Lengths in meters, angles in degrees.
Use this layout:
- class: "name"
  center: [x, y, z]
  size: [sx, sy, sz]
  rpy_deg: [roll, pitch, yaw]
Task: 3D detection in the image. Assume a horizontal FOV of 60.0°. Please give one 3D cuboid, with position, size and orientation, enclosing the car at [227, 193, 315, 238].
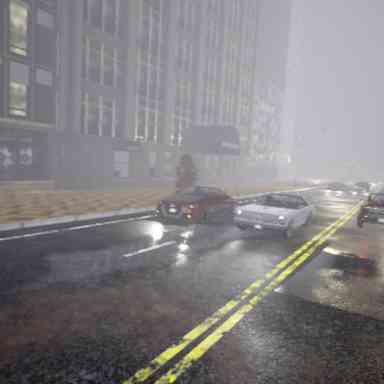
- class: "car"
  center: [3.339, 0.759, 12.840]
  size: [1.895, 1.301, 4.718]
  rpy_deg: [6, 5, 31]

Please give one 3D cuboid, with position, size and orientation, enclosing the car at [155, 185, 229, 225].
- class: "car"
  center: [0.318, 0.427, 14.086]
  size: [1.994, 1.385, 4.181]
  rpy_deg: [6, 5, 31]

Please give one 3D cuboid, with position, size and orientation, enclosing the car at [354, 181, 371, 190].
- class: "car"
  center: [24.860, -0.796, 48.514]
  size: [1.837, 1.490, 4.892]
  rpy_deg: [6, 5, 31]

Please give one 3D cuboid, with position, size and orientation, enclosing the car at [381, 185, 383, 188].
- class: "car"
  center: [25.787, -0.313, 43.492]
  size: [1.812, 1.442, 4.674]
  rpy_deg: [6, 5, 31]

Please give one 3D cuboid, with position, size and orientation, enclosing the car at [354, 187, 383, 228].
- class: "car"
  center: [8.740, 0.816, 15.137]
  size: [2.128, 1.511, 4.902]
  rpy_deg: [6, 5, 31]

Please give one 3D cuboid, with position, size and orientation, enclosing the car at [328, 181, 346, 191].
- class: "car"
  center: [21.238, -0.954, 48.793]
  size: [1.895, 1.301, 4.718]
  rpy_deg: [6, 5, 31]
